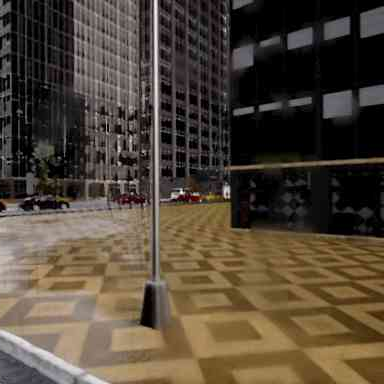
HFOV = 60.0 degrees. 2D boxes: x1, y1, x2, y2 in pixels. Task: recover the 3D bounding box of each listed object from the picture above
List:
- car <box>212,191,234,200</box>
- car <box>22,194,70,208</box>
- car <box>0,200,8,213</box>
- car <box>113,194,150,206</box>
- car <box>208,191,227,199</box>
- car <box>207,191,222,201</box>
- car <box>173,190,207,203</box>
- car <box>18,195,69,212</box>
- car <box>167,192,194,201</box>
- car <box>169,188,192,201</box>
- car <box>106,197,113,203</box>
[{"bbox_3d":[5.720,0.600,60.974,1.882,1.535,5.008,0,0,35],"label":"car"},{"bbox_3d":[-16.783,0.983,38.534,1.752,1.417,4.829,0,1,35],"label":"car"},{"bbox_3d":[-17.705,0.869,27.248,2.097,1.767,4.553,0,0,35],"label":"car"},{"bbox_3d":[-6.632,0.932,38.460,1.802,1.307,4.206,0,1,35],"label":"car"},{"bbox_3d":[5.417,0.611,70.497,1.752,1.417,4.829,0,1,35],"label":"car"},{"bbox_3d":[2.979,0.714,52.296,1.752,1.417,4.829,0,1,35],"label":"car"},{"bbox_3d":[-0.289,0.788,47.592,1.887,1.381,4.507,0,1,35],"label":"car"},{"bbox_3d":[-12.974,1.008,29.328,2.008,1.369,4.403,0,1,35],"label":"car"},{"bbox_3d":[-1.817,0.704,55.439,1.882,1.535,5.008,0,0,35],"label":"car"},{"bbox_3d":[-1.000,0.459,51.230,2.150,2.045,5.566,0,1,35],"label":"car"},{"bbox_3d":[-10.343,0.932,47.807,1.802,1.307,4.206,0,1,35],"label":"car"}]
